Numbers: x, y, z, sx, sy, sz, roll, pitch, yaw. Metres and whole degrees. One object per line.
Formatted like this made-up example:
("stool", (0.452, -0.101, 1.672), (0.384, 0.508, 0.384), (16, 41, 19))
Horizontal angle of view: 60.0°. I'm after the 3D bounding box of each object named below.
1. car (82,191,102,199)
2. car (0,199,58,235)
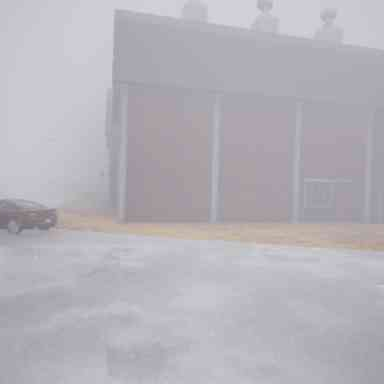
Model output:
("car", (-19.340, 0.522, 64.266), (1.837, 1.490, 4.892), (2, 1, 17))
("car", (-8.766, 1.072, 15.837), (5.008, 1.535, 1.882), (2, 0, 21))
